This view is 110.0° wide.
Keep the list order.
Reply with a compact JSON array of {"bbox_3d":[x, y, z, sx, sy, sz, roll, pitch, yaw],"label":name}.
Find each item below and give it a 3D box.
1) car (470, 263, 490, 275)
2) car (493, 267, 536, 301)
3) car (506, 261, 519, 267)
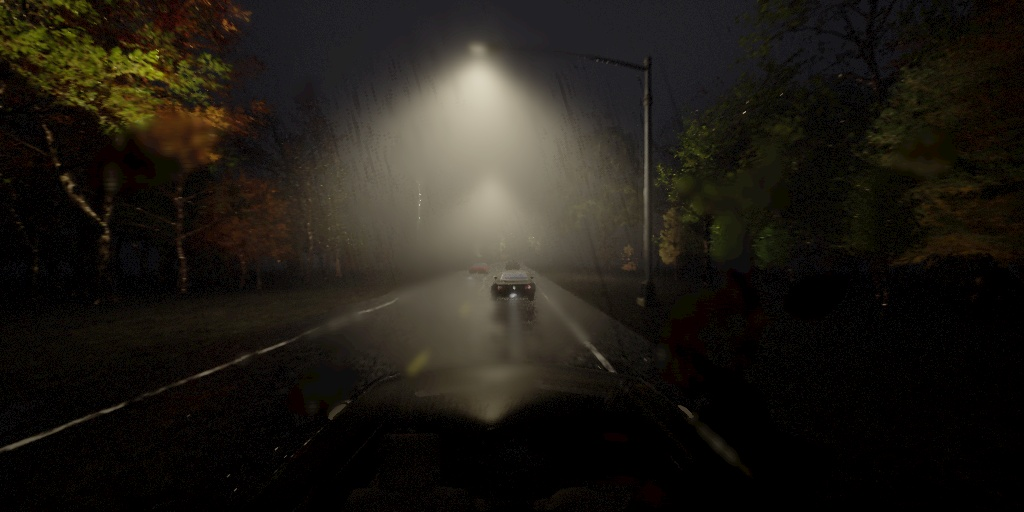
[{"bbox_3d":[-3.572,1.441,39.969,1.895,1.301,4.718,0,0,0],"label":"car"},{"bbox_3d":[0.099,1.388,17.428,1.895,1.301,4.718,0,0,0],"label":"car"},{"bbox_3d":[0.100,1.443,56.627,1.994,1.385,4.181,0,0,0],"label":"car"}]
